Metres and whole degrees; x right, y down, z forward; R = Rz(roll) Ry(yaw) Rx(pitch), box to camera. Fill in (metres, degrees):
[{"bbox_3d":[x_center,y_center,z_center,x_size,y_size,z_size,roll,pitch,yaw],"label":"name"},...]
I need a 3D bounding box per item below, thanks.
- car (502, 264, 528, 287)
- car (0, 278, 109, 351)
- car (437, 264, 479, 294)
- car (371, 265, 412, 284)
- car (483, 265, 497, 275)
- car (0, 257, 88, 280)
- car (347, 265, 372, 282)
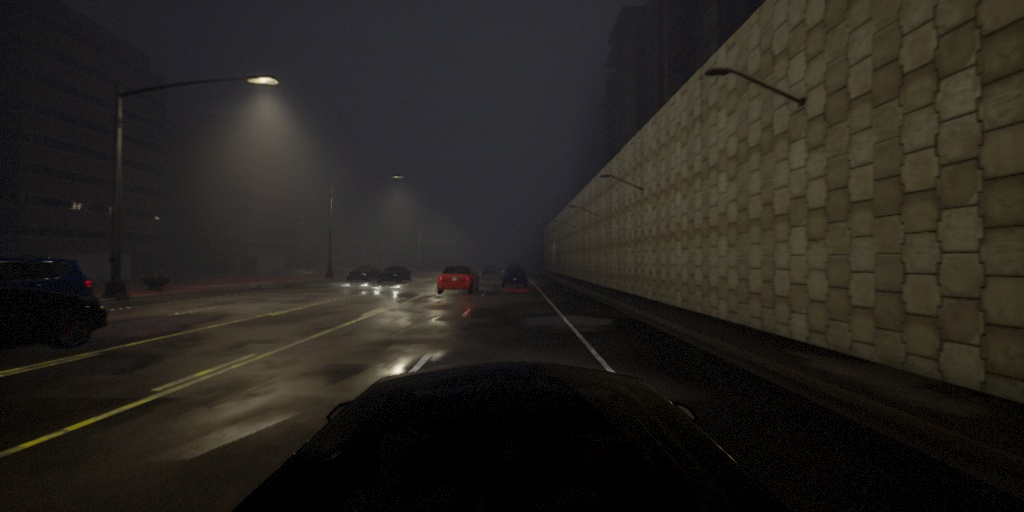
[{"bbox_3d":[0.223,1.590,28.448,1.882,1.535,5.008,0,-1,0],"label":"car"},{"bbox_3d":[-10.590,1.315,6.650,1.812,1.442,4.674,0,-1,0],"label":"car"},{"bbox_3d":[-3.305,1.378,22.800,2.097,1.767,4.553,0,-1,0],"label":"car"},{"bbox_3d":[-10.429,1.611,32.072,1.882,1.535,5.008,0,-1,1],"label":"car"},{"bbox_3d":[-3.165,1.966,51.744,2.033,1.411,5.357,0,-1,0],"label":"car"},{"bbox_3d":[-14.079,1.030,8.768,2.150,2.045,5.566,0,-1,0],"label":"car"},{"bbox_3d":[-13.906,1.630,34.179,1.882,1.535,5.008,0,-1,1],"label":"car"}]
